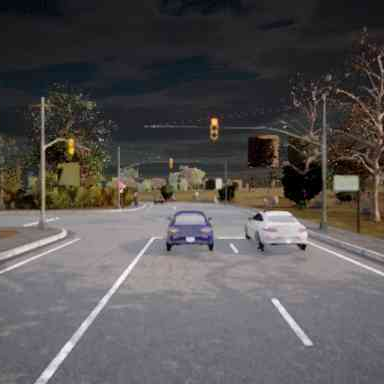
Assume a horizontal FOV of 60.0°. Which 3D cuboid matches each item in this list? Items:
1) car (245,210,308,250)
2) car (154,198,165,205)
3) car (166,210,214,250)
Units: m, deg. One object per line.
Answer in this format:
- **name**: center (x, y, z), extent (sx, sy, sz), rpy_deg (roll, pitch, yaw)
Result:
- **car**: center (3.434, 1.500, 14.106), extent (1.812, 1.442, 4.674), rpy_deg (0, 0, 0)
- **car**: center (-6.501, 1.909, 66.497), extent (1.895, 1.301, 4.718), rpy_deg (0, -1, -10)
- **car**: center (-0.107, 1.501, 14.084), extent (1.812, 1.442, 4.674), rpy_deg (0, 0, -1)
